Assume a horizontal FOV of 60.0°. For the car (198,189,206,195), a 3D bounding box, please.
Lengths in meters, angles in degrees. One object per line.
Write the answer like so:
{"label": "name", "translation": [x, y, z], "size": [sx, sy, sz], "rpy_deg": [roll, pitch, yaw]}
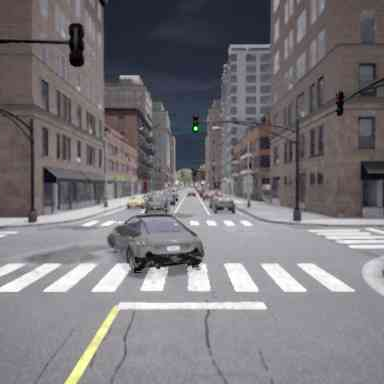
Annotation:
{"label": "car", "translation": [2.544, -0.103, 84.824], "size": [1.752, 1.417, 4.829], "rpy_deg": [0, 1, 0]}

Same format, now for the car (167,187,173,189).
{"label": "car", "translation": [-5.462, 0.145, 67.596], "size": [1.967, 1.590, 4.097], "rpy_deg": [0, 1, 0]}

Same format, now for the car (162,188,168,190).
{"label": "car", "translation": [-5.449, 0.474, 56.238], "size": [2.008, 1.369, 4.403], "rpy_deg": [0, 1, 0]}

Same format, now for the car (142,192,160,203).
{"label": "car", "translation": [-5.436, 0.708, 44.878], "size": [1.947, 1.339, 4.313], "rpy_deg": [0, 1, 0]}

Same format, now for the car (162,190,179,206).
{"label": "car", "translation": [-2.881, 0.835, 38.134], "size": [1.994, 1.385, 4.181], "rpy_deg": [0, 1, 0]}

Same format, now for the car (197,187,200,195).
{"label": "car", "translation": [2.569, 0.128, 61.927], "size": [2.192, 1.841, 5.009], "rpy_deg": [0, 1, 0]}

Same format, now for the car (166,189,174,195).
{"label": "car", "translation": [-5.481, -0.042, 84.640], "size": [1.802, 1.307, 4.206], "rpy_deg": [0, 1, 0]}

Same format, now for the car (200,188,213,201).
{"label": "car", "translation": [2.582, 0.472, 50.568], "size": [1.967, 1.590, 4.097], "rpy_deg": [0, 1, 0]}

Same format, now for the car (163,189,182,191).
{"label": "car", "translation": [-2.891, 0.620, 48.500], "size": [2.033, 1.411, 5.357], "rpy_deg": [0, 1, -1]}

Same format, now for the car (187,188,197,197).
{"label": "car", "translation": [-0.067, 0.302, 67.745], "size": [1.895, 1.301, 4.718], "rpy_deg": [0, 1, 0]}

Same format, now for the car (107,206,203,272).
{"label": "car", "translation": [-1.262, 1.364, 10.278], "size": [1.994, 1.385, 4.181], "rpy_deg": [0, 1, -23]}

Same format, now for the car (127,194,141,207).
{"label": "car", "translation": [-5.423, 0.888, 33.347], "size": [1.752, 1.417, 4.829], "rpy_deg": [0, 1, 0]}

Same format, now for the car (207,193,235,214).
{"label": "car", "translation": [2.608, 1.018, 27.847], "size": [2.008, 1.369, 4.403], "rpy_deg": [0, 1, 0]}

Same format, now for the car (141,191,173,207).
{"label": "car", "translation": [-2.869, 0.965, 28.229], "size": [1.837, 1.490, 4.892], "rpy_deg": [0, 1, 0]}

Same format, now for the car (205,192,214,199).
{"label": "car", "translation": [2.602, 0.941, 33.528], "size": [1.802, 1.307, 4.206], "rpy_deg": [0, 1, 0]}

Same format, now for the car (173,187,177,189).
{"label": "car", "translation": [-5.475, -0.199, 78.954], "size": [2.192, 1.841, 5.009], "rpy_deg": [0, 1, 0]}
